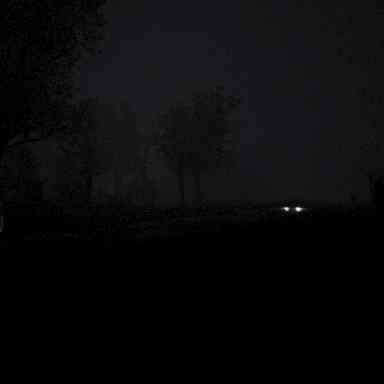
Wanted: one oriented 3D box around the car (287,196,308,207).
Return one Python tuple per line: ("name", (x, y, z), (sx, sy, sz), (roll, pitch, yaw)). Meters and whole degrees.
("car", (14.894, 1.360, 46.890), (1.837, 1.490, 4.892), (-1, 0, 35))
